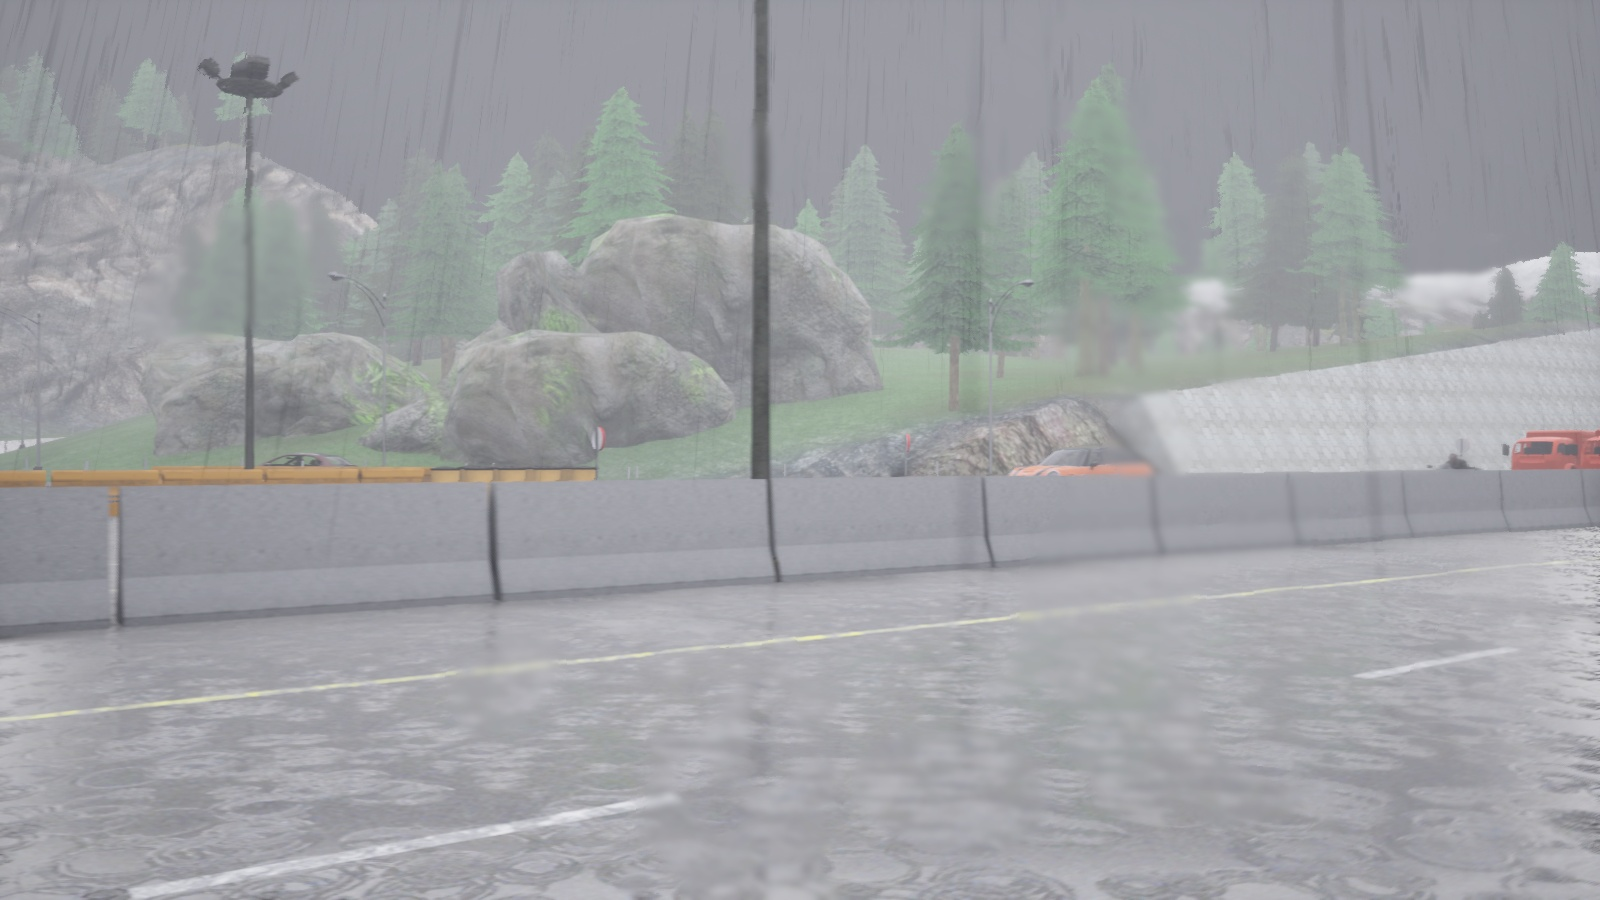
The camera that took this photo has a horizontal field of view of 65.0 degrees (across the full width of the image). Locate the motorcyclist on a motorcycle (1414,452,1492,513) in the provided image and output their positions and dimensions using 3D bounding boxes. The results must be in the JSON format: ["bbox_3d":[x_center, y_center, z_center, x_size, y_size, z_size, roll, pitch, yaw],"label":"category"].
[{"bbox_3d":[16.914,0.822,32.488,2.191,1.530,0.866,0,0,-35],"label":"motorcyclist on a motorcycle"}]

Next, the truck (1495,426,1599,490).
[{"bbox_3d":[30.639,0.315,50.572,5.204,2.467,2.627,0,0,-35],"label":"truck"}]

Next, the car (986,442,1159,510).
[{"bbox_3d":[7.510,0.671,34.473,4.553,1.767,2.097,0,0,-35],"label":"car"}]

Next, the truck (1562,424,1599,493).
[{"bbox_3d":[30.819,0.304,46.433,5.204,2.467,2.627,0,0,-35],"label":"truck"}]

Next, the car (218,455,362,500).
[{"bbox_3d":[-17.213,0.898,42.432,4.193,1.474,1.816,0,0,12],"label":"car"}]
